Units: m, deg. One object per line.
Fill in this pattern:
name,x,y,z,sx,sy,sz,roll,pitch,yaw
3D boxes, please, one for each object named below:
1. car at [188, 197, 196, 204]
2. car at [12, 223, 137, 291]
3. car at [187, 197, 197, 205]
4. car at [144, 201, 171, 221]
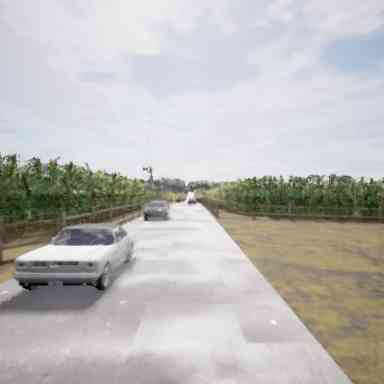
car,-0.004,2.004,80.299,1.837,1.490,4.892,0,-1,0
car,-2.816,1.576,9.072,1.895,1.301,4.718,0,0,0
car,-0.004,1.998,70.320,1.895,1.301,4.718,0,-1,0
car,-2.772,1.487,27.375,1.837,1.490,4.892,0,-1,0
